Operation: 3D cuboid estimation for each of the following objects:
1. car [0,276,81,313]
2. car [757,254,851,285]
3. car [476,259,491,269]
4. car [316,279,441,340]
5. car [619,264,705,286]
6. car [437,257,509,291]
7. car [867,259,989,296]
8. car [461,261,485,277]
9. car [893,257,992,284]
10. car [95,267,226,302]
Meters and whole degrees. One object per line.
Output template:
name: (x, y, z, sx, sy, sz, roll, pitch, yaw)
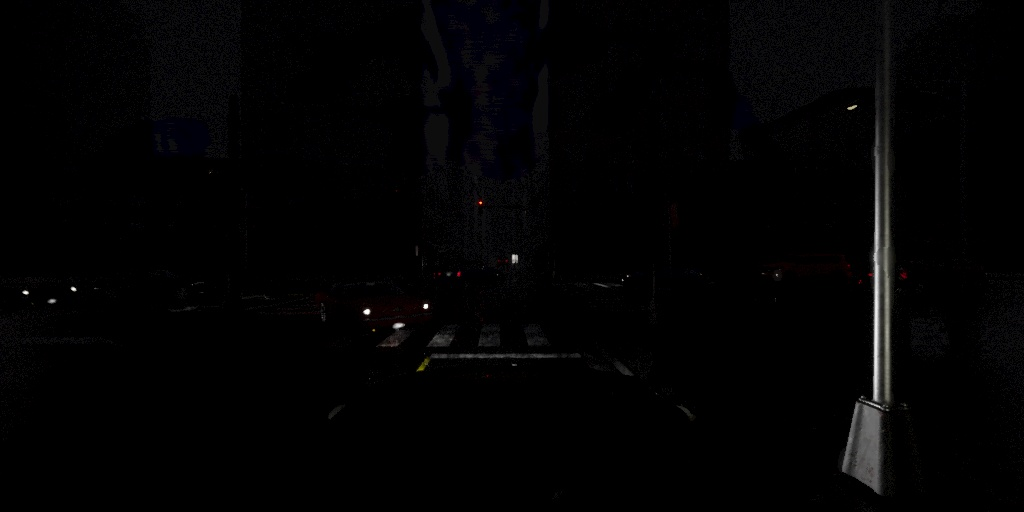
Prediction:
car: (-19.755, 1.419, 13.643, 4.718, 1.301, 1.895, 0, 0, -2)
car: (20.167, 0.883, 24.851, 5.566, 2.045, 2.150, 0, 0, -2)
car: (-4.572, 1.282, 58.301, 2.128, 1.511, 4.902, 0, 0, -1)
car: (-4.075, 1.353, 10.236, 1.895, 1.301, 4.718, 0, 0, -40)
car: (10.209, 1.244, 24.539, 5.357, 1.411, 2.033, 0, 0, -2)
car: (-2.477, 1.104, 22.436, 2.097, 1.767, 4.553, -1, 0, 35)
car: (20.967, 1.011, 18.173, 4.553, 1.767, 2.097, 0, 0, -2)
car: (-4.001, 1.260, 37.526, 2.128, 1.511, 4.902, 0, 0, -2)
car: (30.060, 0.982, 25.153, 4.553, 1.767, 2.097, 0, 0, -2)
car: (-16.498, 1.283, 16.997, 5.008, 1.535, 1.882, 0, 0, -2)
